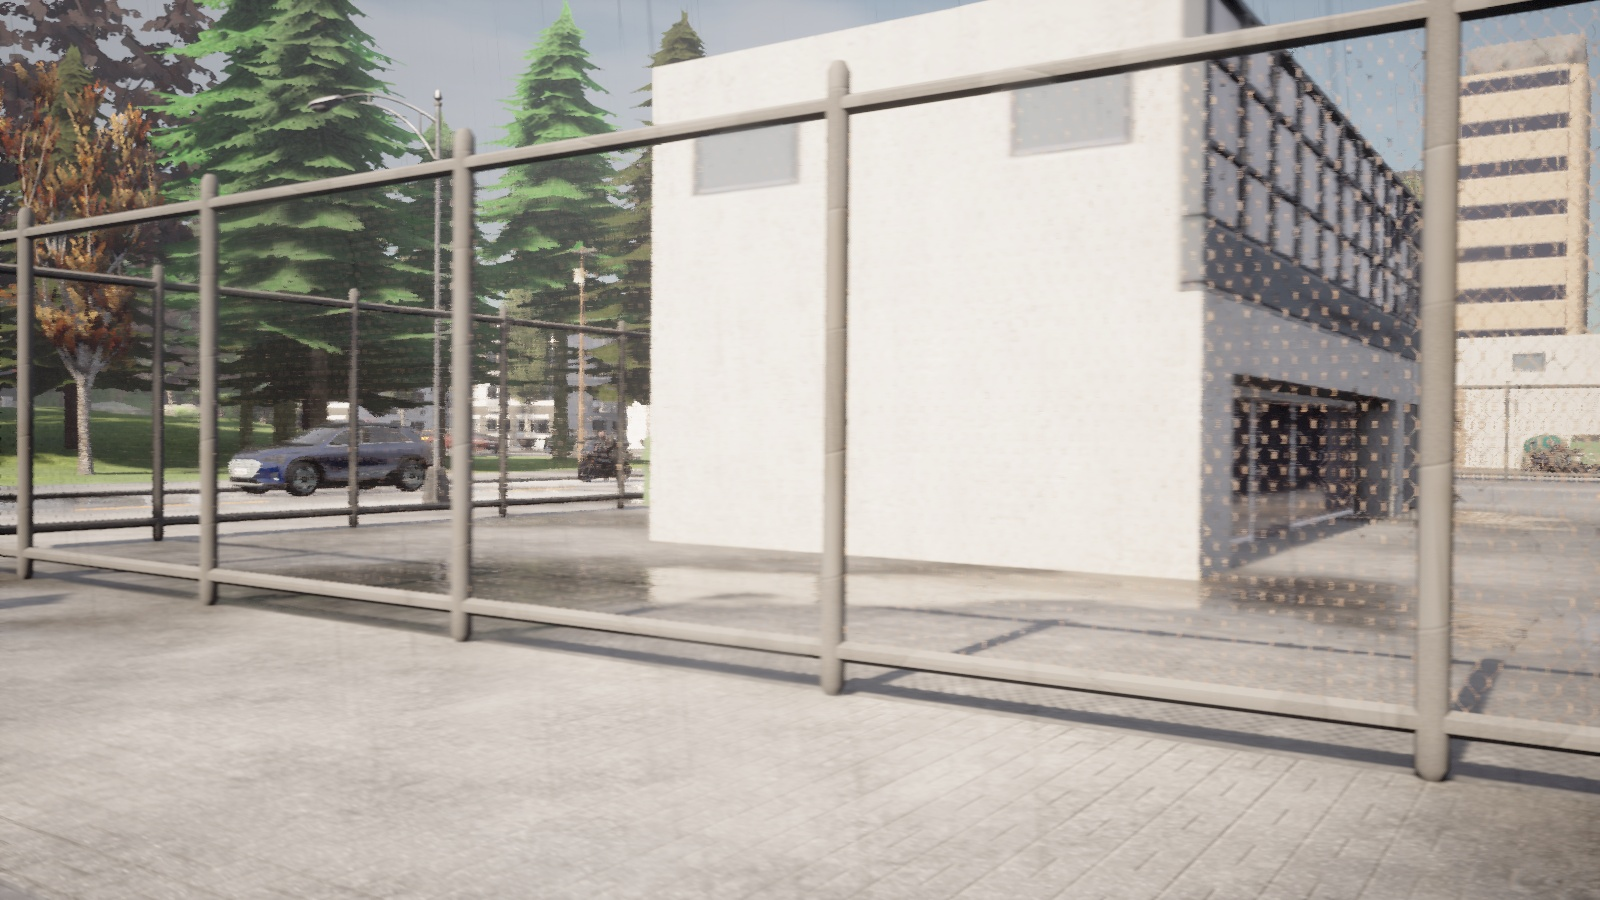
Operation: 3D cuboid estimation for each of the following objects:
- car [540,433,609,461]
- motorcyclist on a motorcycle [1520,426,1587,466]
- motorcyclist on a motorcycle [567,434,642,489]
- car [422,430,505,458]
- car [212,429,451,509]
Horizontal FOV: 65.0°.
[{"bbox_3d":[-12.974,-0.157,72.177,3.705,1.549,1.789,0,1,34],"label":"car"},{"bbox_3d":[29.388,-0.169,48.981,2.191,1.530,0.866,0,1,33],"label":"motorcyclist on a motorcycle"},{"bbox_3d":[-5.636,0.322,36.339,0.866,1.530,2.191,0,1,33],"label":"motorcyclist on a motorcycle"},{"bbox_3d":[-20.754,-0.357,77.327,5.027,1.651,2.152,0,1,33],"label":"car"},{"bbox_3d":[-10.610,0.364,28.833,2.033,1.649,4.856,0,1,33],"label":"car"}]
